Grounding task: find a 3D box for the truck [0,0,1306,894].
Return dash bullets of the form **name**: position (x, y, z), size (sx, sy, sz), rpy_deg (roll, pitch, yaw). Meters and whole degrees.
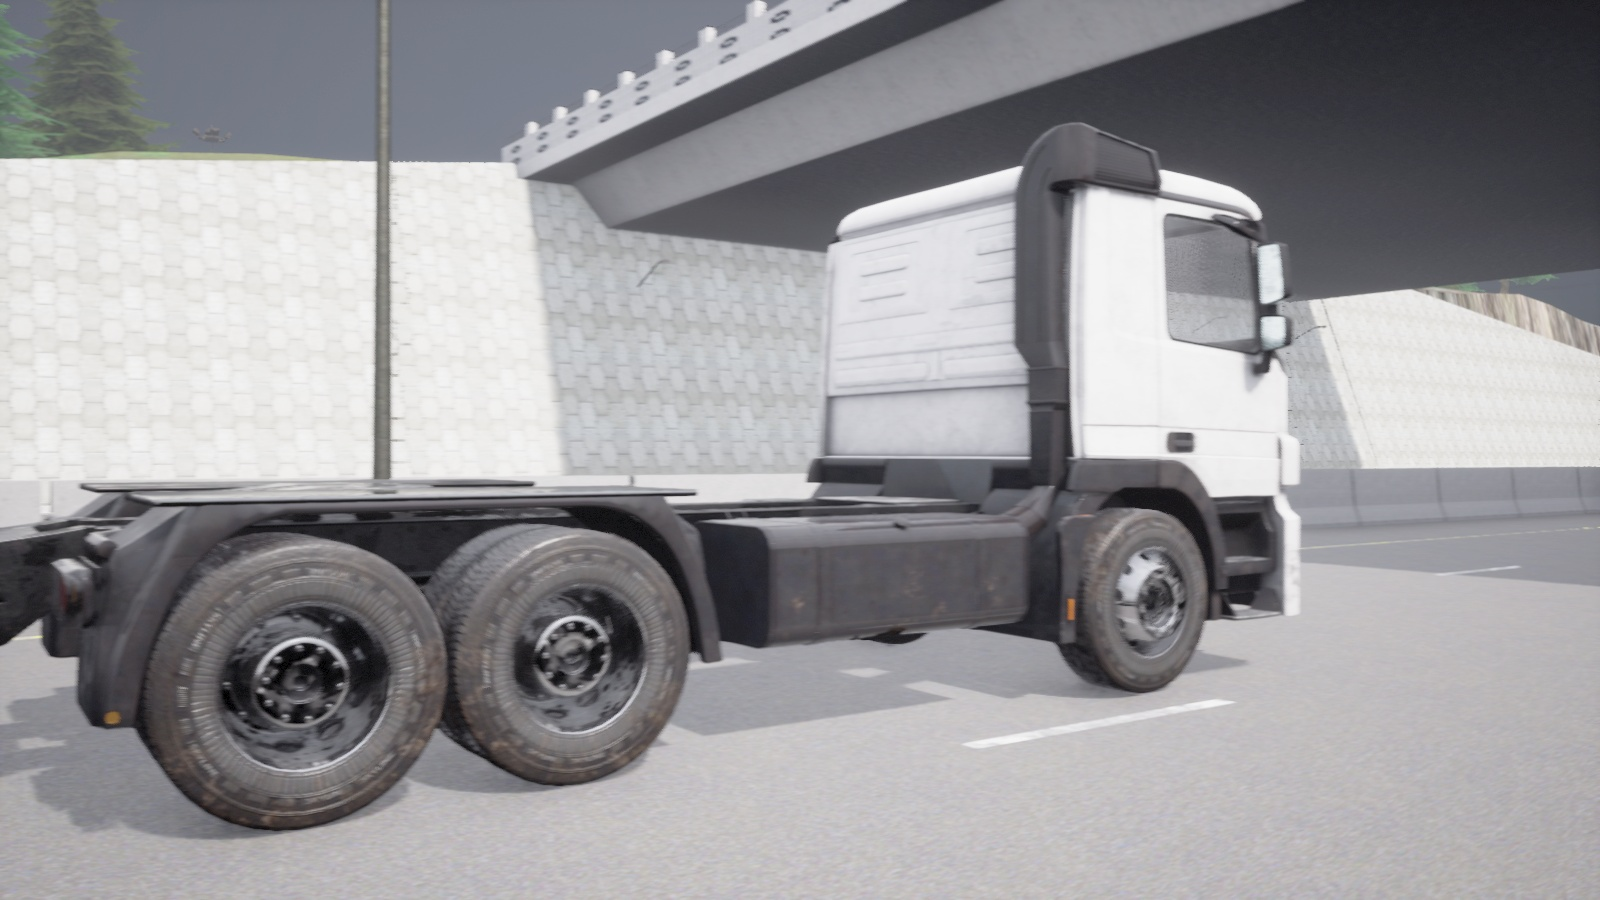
- **truck**: position (-0.634, -0.217, 7.486), size (7.936, 3.462, 2.891), rpy_deg (0, 0, -35)
